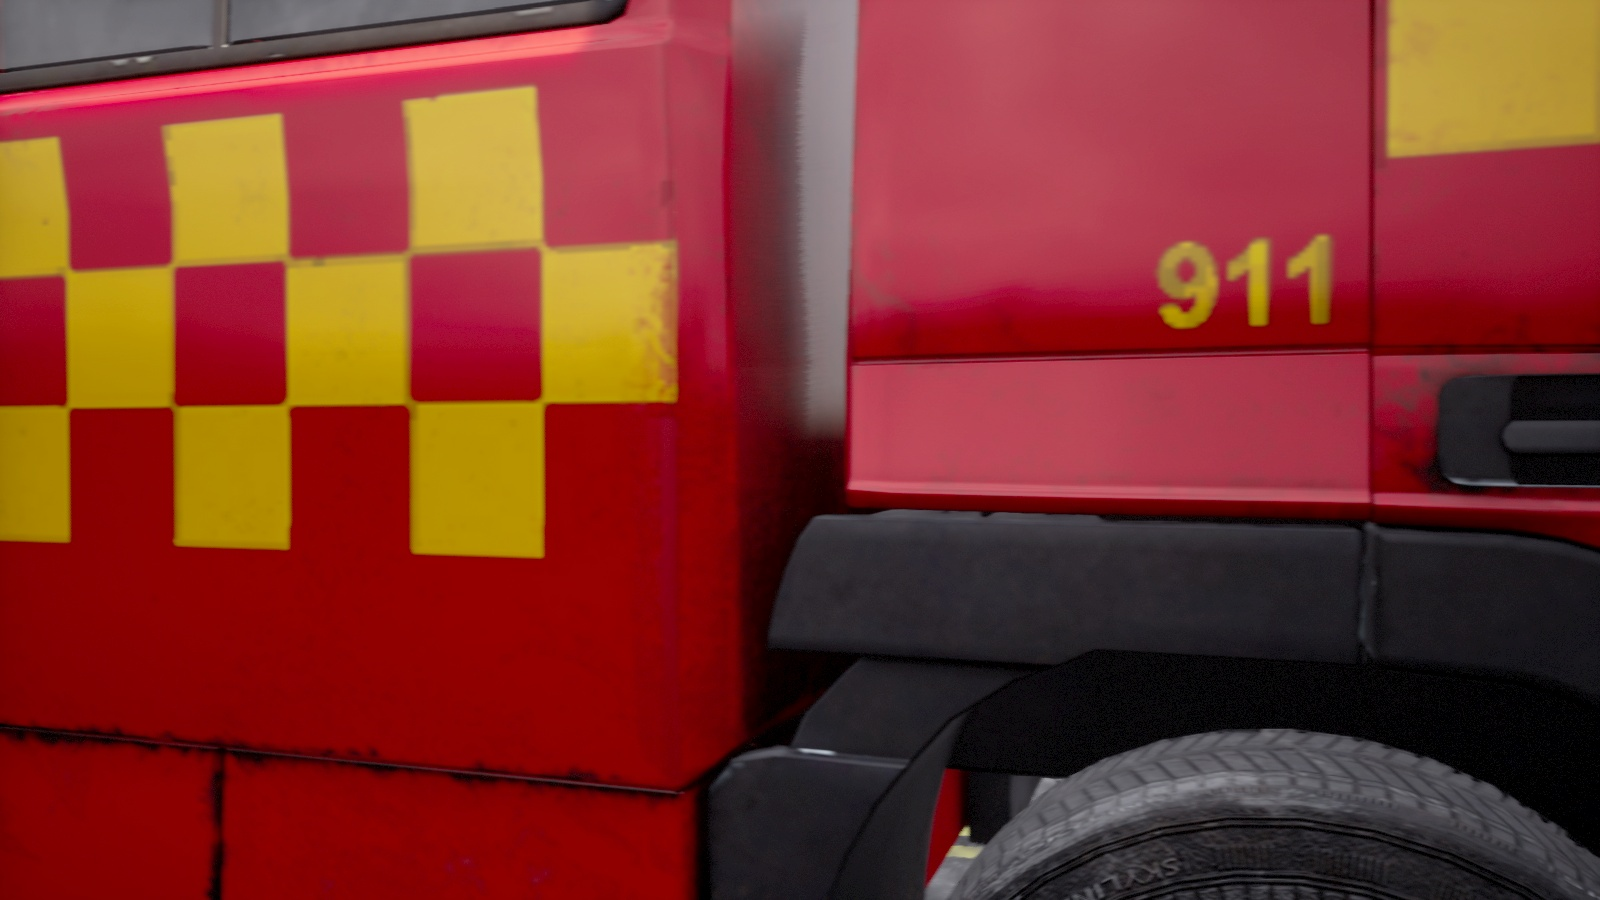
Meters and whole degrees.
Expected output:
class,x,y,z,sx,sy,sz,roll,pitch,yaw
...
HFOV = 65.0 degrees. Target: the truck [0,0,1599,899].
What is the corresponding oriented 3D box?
class,x,y,z,sx,sy,sz,roll,pitch,yaw
truck,-1.126,-0.403,3.532,8.468,3.827,2.891,1,1,19
